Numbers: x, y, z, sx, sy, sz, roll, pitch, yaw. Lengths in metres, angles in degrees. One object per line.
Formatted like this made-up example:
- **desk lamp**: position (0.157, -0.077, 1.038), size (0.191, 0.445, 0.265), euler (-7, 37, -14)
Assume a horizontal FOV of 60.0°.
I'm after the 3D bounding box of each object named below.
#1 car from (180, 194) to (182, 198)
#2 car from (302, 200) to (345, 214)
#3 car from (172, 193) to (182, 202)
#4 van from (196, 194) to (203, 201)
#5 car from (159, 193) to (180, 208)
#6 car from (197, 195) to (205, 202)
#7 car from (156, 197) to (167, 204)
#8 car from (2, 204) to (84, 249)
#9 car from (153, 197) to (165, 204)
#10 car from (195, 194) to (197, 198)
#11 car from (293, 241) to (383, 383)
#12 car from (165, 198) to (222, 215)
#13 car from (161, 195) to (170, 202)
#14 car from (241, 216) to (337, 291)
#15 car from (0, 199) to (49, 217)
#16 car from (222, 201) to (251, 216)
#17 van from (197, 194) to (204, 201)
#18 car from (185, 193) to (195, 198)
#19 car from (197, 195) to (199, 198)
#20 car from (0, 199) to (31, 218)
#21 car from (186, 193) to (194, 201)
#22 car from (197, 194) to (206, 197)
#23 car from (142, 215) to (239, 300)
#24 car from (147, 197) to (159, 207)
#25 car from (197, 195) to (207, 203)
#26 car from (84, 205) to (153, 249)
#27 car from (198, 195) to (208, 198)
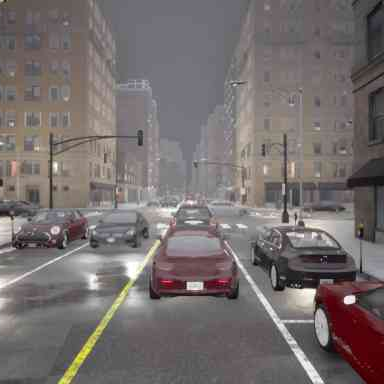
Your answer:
- **car**: position (-3.420, 1.605, 67.280), size (1.812, 1.442, 4.674), euler (0, 0, 0)
- **car**: position (14.640, 1.648, 37.173), size (4.674, 1.442, 1.812), euler (0, 0, 1)
- **car**: position (-3.518, 1.337, 77.811), size (2.150, 2.045, 5.566), euler (0, 0, -1)
- **van**: position (2.002, 1.505, 91.236), size (1.690, 1.788, 3.998), euler (0, 0, -1)
- **car**: position (-3.263, 1.391, 48.479), size (2.097, 1.767, 4.553), euler (0, 0, -1)
- **car**: position (2.127, 1.560, 80.221), size (1.967, 1.590, 4.097), euler (0, 0, -1)
- **car**: position (-6.273, 1.666, 69.117), size (1.802, 1.307, 4.206), euler (0, 0, -1)
- **car**: position (-5.877, 1.445, 14.233), size (1.967, 1.590, 4.097), euler (0, 0, 0)
- **car**: position (-6.210, 1.614, 63.610), size (1.887, 1.381, 4.507), euler (0, 0, -1)
- **car**: position (2.253, 1.400, 69.208), size (2.192, 1.841, 5.009), euler (0, 0, -1)
- **car**: position (2.669, 1.545, 3.270), size (1.887, 1.381, 4.507), euler (0, 0, 0)
- **car**: position (0.068, 1.358, 15.603), size (2.097, 1.767, 4.553), euler (0, 0, 0)
- **car**: position (-6.398, 1.560, 80.133), size (1.967, 1.590, 4.097), euler (0, 0, -1)
- **car**: position (2.658, 1.553, 8.761), size (2.008, 1.369, 4.403), euler (0, 0, 0)
- **car**: position (-15.835, 1.439, 30.231), size (4.892, 1.490, 1.837), euler (0, 0, 0)
- **car**: position (3.005, 1.526, 30.370), size (4.674, 1.442, 1.812), euler (0, 0, 0)
- **van**: position (2.065, 1.482, 85.729), size (1.690, 1.788, 3.998), euler (0, 0, -1)
- **car**: position (-0.535, 1.342, 79.415), size (2.150, 2.045, 5.566), euler (0, 0, -1)
- **car**: position (2.377, 1.623, 58.194), size (1.947, 1.339, 4.313), euler (0, 0, -1)
- **car**: position (-14.637, 1.438, 26.993), size (4.674, 1.442, 1.812), euler (0, 0, 0)
- **car**: position (-0.658, 1.384, 90.133), size (2.150, 2.045, 5.566), euler (0, 0, -1)
- **car**: position (2.313, 1.596, 63.871), size (1.752, 1.417, 4.829), euler (0, 0, -1)
- **car**: position (0.020, 1.528, 8.299), size (1.812, 1.442, 4.674), euler (0, 0, -1)
- **car**: position (-6.085, 1.596, 52.594), size (2.008, 1.369, 4.403), euler (0, 0, -1)
- **car**: position (2.189, 1.542, 74.715), size (1.967, 1.590, 4.097), euler (0, 0, -1)
- **car**: position (-2.979, 1.531, 14.678), size (1.812, 1.442, 4.674), euler (0, 0, 1)
- **car**: position (2.440, 1.591, 52.687), size (1.887, 1.381, 4.507), euler (0, 0, -1)
